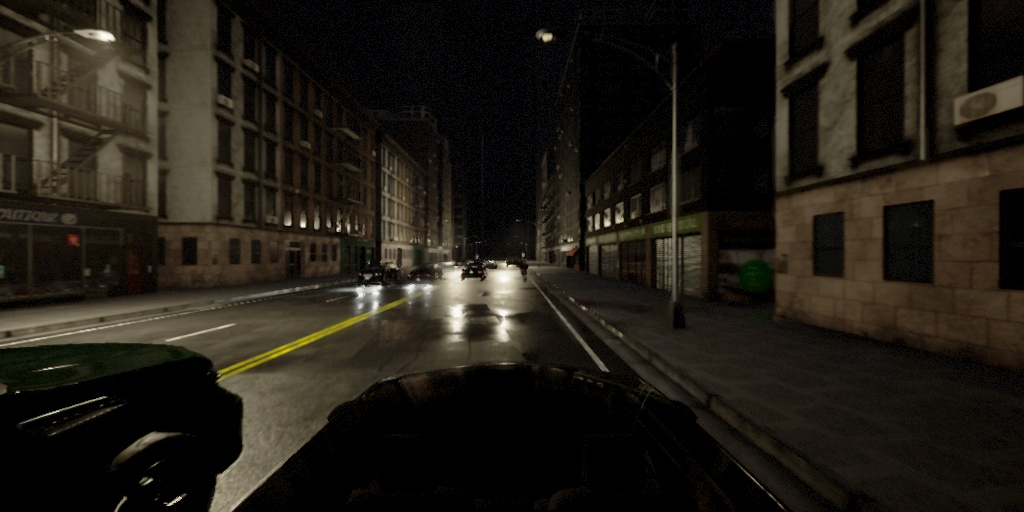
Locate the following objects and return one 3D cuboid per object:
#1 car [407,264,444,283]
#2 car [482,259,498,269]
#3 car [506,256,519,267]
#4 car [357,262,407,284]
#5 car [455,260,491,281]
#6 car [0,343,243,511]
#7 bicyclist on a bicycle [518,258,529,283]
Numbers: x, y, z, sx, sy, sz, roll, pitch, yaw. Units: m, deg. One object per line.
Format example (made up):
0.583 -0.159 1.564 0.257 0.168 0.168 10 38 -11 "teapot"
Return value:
-6.586 1.290 27.893 2.033 1.411 5.357 0 0 0 "car"
-3.125 1.337 53.837 1.895 1.301 4.718 0 0 0 "car"
0.087 0.954 64.127 2.150 2.045 5.566 0 0 0 "car"
-9.833 1.234 26.833 2.128 1.511 4.902 0 0 0 "car"
-3.135 1.289 30.244 2.033 1.411 5.357 0 0 0 "car"
-3.151 0.973 0.367 2.150 2.045 5.566 0 0 0 "car"
0.906 1.113 25.790 0.659 1.776 1.843 0 0 0 "bicyclist on a bicycle"
